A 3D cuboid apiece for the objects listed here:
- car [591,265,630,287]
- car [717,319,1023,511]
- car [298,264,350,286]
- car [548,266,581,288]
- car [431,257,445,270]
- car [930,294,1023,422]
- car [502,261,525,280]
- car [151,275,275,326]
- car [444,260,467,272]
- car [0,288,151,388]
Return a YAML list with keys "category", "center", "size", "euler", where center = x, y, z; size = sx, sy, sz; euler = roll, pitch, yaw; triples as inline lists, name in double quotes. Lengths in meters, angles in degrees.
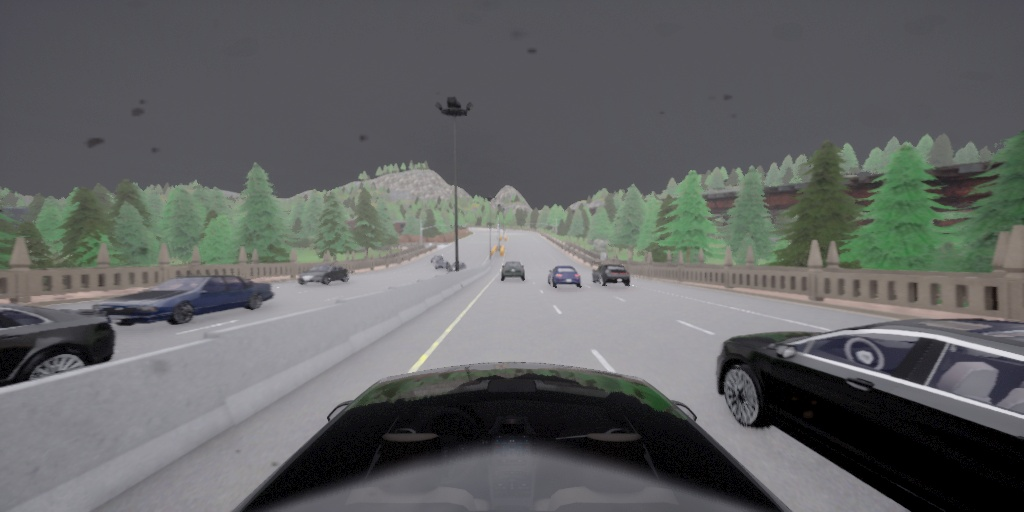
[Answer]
- category: "car"
  center: [7.098, 1.390, 26.073]
  size: [1.837, 1.490, 4.892]
  euler: [0, -1, 0]
- category: "car"
  center: [3.599, 1.240, 2.762]
  size: [2.128, 1.511, 4.902]
  euler: [0, 0, 0]
- category: "car"
  center: [-14.095, 1.388, 27.122]
  size: [2.128, 1.511, 4.902]
  euler: [0, 0, 0]
- category: "car"
  center: [3.598, 1.408, 24.965]
  size: [1.812, 1.442, 4.674]
  euler: [0, -1, 0]
- category: "car"
  center: [-10.554, 1.383, 54.987]
  size: [1.994, 1.385, 4.181]
  euler: [0, 2, 0]
- category: "car"
  center: [7.100, 1.275, 2.973]
  size: [1.812, 1.442, 4.674]
  euler: [0, 0, 0]
- category: "car"
  center: [0.098, 1.287, 33.920]
  size: [2.097, 1.767, 4.553]
  euler: [0, 0, 0]
- category: "car"
  center: [-10.601, 1.357, 12.264]
  size: [2.033, 1.411, 5.357]
  euler: [0, 0, 0]
- category: "car"
  center: [-7.072, 1.479, 47.372]
  size: [2.128, 1.511, 4.902]
  euler: [0, 0, 0]
- category: "car"
  center: [-7.100, 1.252, 3.506]
  size: [2.128, 1.511, 4.902]
  euler: [0, 0, 0]
